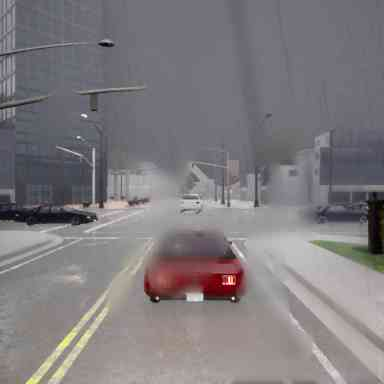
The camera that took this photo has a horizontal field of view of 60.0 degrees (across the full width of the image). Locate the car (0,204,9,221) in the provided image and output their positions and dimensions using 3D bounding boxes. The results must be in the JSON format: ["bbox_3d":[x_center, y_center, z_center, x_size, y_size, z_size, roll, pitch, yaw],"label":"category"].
[{"bbox_3d":[-13.926,1.630,26.614,5.357,1.411,2.033,-1,0,-1],"label":"car"}]

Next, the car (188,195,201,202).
[{"bbox_3d":[0.663,1.540,77.390,2.033,1.411,5.357,0,0,12],"label":"car"}]

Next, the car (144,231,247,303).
[{"bbox_3d":[0.071,1.601,8.183,1.895,1.301,4.718,0,0,0],"label":"car"}]

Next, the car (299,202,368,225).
[{"bbox_3d":[10.127,1.595,23.303,4.718,1.301,1.895,0,0,0],"label":"car"}]

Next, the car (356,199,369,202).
[{"bbox_3d":[19.876,1.480,34.088,4.674,1.442,1.812,0,0,0],"label":"car"}]

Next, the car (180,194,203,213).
[{"bbox_3d":[-0.070,1.237,36.527,2.150,2.045,5.566,0,0,3],"label":"car"}]

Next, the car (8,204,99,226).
[{"bbox_3d":[-9.332,1.593,23.024,5.357,1.411,2.033,0,0,3],"label":"car"}]
